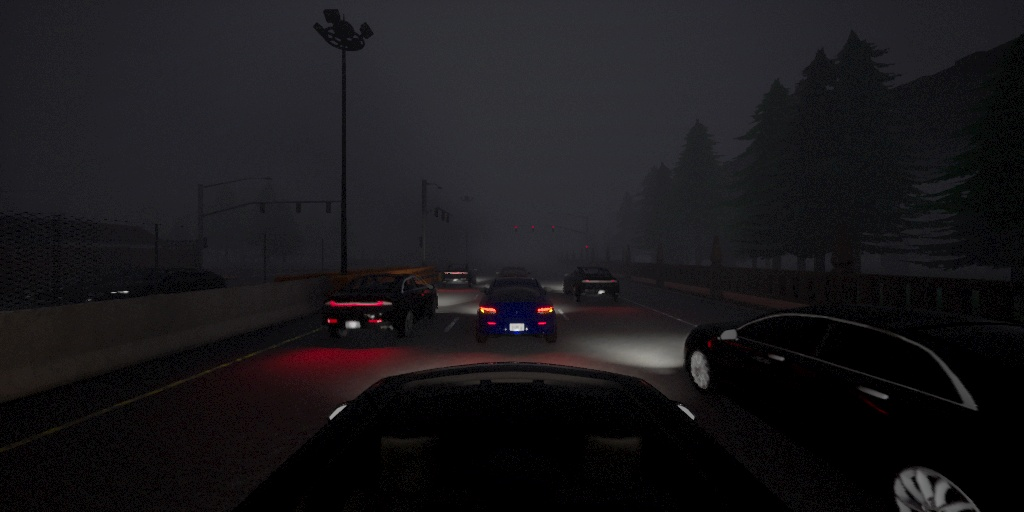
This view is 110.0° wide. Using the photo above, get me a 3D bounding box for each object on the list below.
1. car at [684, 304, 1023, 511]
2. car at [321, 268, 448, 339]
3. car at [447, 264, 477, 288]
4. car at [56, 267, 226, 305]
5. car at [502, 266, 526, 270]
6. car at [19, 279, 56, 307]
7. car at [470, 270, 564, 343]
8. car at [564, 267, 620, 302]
[{"bbox_3d":[3.599,1.256,3.661,1.837,1.490,4.892,0,0,0],"label":"car"},{"bbox_3d":[-3.401,1.243,10.090,2.128,1.511,4.902,0,0,0],"label":"car"},{"bbox_3d":[-3.439,1.241,23.958,2.128,1.511,4.902,0,0,-1],"label":"car"},{"bbox_3d":[-14.092,1.241,14.427,2.128,1.511,4.902,0,0,0],"label":"car"},{"bbox_3d":[0.097,1.276,19.464,1.812,1.442,4.674,0,0,0],"label":"car"},{"bbox_3d":[-17.584,1.242,15.542,2.128,1.511,4.902,0,0,0],"label":"car"},{"bbox_3d":[0.093,1.276,9.568,1.812,1.442,4.674,0,0,0],"label":"car"},{"bbox_3d":[3.597,1.242,16.858,2.128,1.511,4.902,0,0,0],"label":"car"}]
